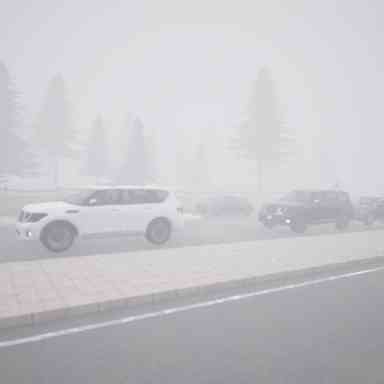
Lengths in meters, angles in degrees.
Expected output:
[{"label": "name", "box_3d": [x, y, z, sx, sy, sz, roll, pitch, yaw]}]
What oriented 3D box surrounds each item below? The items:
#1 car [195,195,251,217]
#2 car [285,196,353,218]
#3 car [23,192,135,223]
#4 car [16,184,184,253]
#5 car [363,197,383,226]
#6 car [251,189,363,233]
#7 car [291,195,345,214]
[{"label": "car", "box_3d": [2.279, 0.907, 23.100, 4.181, 1.385, 1.994, 1, 2, -32]}, {"label": "car", "box_3d": [8.869, 0.980, 23.022, 4.718, 1.301, 1.895, 1, 2, -32]}, {"label": "car", "box_3d": [-5.997, 0.760, 17.890, 5.357, 1.411, 2.033, 1, 2, -32]}, {"label": "car", "box_3d": [-2.936, 0.740, 11.535, 5.566, 2.045, 2.150, 1, 2, -32]}, {"label": "car", "box_3d": [10.757, 1.048, 20.073, 4.902, 1.511, 2.128, 0, 3, -32]}, {"label": "car", "box_3d": [6.030, 0.881, 17.188, 5.566, 2.045, 2.150, 1, 2, -32]}, {"label": "car", "box_3d": [10.779, 1.004, 28.419, 4.674, 1.442, 1.812, 1, 2, -32]}]
